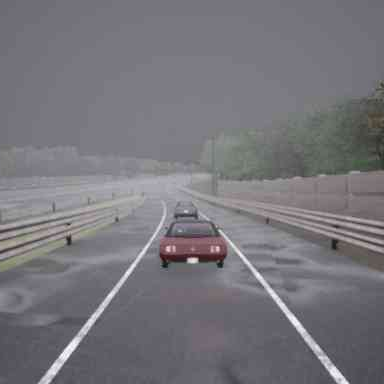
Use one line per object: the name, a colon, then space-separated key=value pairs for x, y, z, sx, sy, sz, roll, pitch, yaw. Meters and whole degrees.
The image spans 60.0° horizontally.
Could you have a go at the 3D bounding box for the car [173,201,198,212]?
car: x=-0.572 y=1.476 z=28.047 sx=1.994 sy=1.385 sz=4.181 roll=0 pitch=0 yaw=-3

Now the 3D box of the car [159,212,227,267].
car: x=0.012 y=1.566 z=11.237 sx=1.895 sy=1.301 sz=4.718 roll=0 pitch=0 yaw=0
